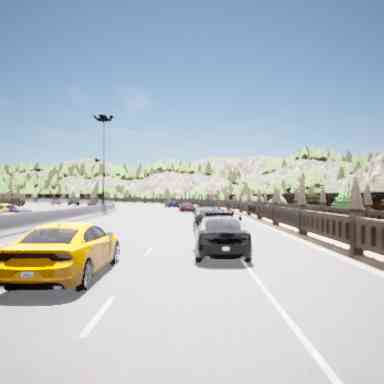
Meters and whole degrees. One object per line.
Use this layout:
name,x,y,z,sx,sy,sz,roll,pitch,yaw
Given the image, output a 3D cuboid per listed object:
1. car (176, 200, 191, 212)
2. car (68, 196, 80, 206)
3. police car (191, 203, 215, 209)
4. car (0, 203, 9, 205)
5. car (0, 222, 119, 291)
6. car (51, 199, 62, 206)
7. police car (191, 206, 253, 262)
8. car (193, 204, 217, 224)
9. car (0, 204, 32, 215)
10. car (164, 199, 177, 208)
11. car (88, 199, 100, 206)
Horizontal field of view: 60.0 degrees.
car,-0.798,2.107,47.668,1.994,1.385,4.181,0,-1,-8
car,-25.339,1.934,71.323,2.150,2.045,5.566,0,-1,-22
police car,1.045,1.687,22.839,1.930,1.638,5.238,0,-1,0
car,-17.649,1.828,30.811,1.882,1.535,5.008,0,-1,-1
car,-3.403,1.585,9.350,1.882,1.535,5.008,0,-1,0
car,-28.518,2.223,69.858,1.812,1.442,4.674,0,-1,-22
police car,1.047,1.573,12.839,1.930,1.638,5.238,0,-1,0
car,1.044,1.854,28.727,1.812,1.442,4.674,0,-1,0
car,-14.113,1.901,26.326,1.895,1.301,4.718,0,-1,0
car,-3.876,2.073,63.340,2.097,1.767,4.553,0,-1,-16
car,-19.620,2.105,66.486,2.097,1.767,4.553,0,-1,-19
